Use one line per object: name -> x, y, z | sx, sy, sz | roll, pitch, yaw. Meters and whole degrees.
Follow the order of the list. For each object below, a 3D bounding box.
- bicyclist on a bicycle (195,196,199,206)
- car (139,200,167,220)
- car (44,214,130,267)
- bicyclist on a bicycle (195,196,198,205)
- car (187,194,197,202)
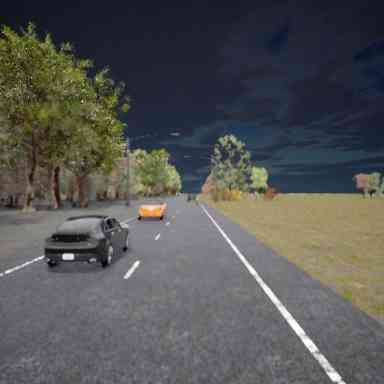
bicyclist on a bicycle -> 0.927, 1.632, 57.535 | 0.866, 1.612, 1.509 | 0, 0, 0
car -> -3.419, 1.452, 29.673 | 2.097, 1.767, 4.553 | 0, 0, 0
car -> -3.405, 1.544, 11.570 | 1.837, 1.490, 4.892 | 0, 0, 0
bicyclist on a bicycle -> 0.923, 1.596, 66.073 | 0.659, 1.776, 1.843 | 0, 0, 0
car -> -0.048, 1.401, 83.259 | 2.150, 2.045, 5.566 | 0, 0, 0
